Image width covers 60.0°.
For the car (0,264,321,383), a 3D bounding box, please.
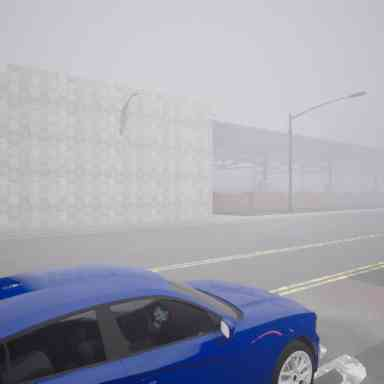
[{"bbox_3d":[-0.791,1.478,3.185,5.008,1.535,1.882,0,0,-36],"label":"car"}]
